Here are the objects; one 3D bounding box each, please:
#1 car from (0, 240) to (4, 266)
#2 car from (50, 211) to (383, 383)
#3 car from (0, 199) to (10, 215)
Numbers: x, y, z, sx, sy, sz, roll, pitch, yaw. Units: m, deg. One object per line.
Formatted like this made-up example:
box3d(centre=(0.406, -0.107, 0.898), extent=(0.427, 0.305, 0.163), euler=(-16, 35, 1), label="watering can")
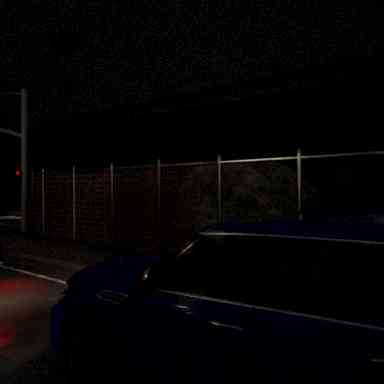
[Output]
box3d(centre=(-7.080, 1.492, 9.039), extent=(4.902, 1.511, 2.128), euler=(0, 0, 33), label="car")
box3d(centre=(0.935, 1.221, 3.323), extent=(5.566, 2.045, 2.150), euler=(0, 0, 35), label="car")
box3d(centre=(-20.181, 1.407, 31.902), extent=(2.097, 1.767, 4.553), euler=(0, 0, 37), label="car")
